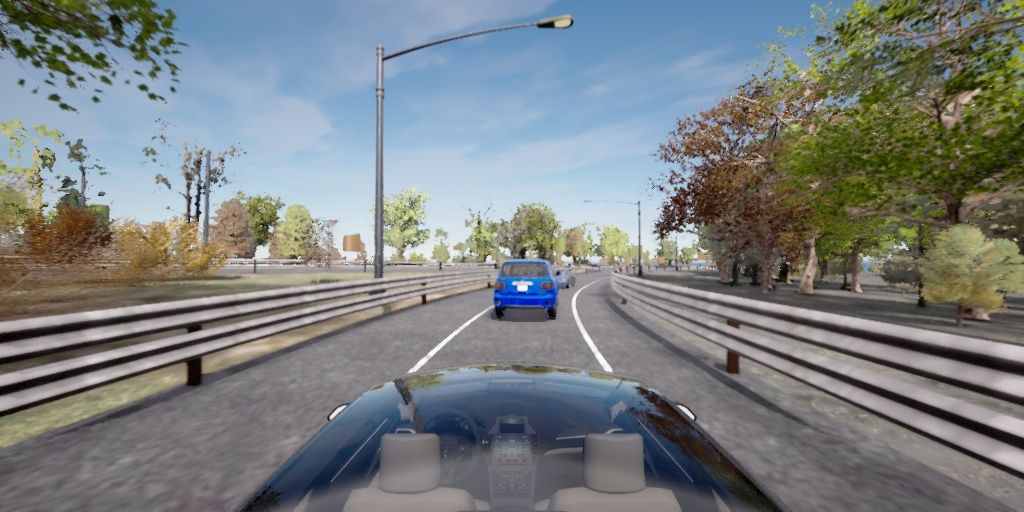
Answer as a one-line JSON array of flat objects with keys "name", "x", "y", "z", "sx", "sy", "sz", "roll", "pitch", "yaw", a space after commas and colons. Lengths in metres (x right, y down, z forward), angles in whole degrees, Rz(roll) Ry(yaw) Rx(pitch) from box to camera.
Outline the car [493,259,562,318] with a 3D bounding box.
[{"name": "car", "x": 0.720, "y": 1.154, "z": 14.078, "sx": 2.150, "sy": 2.045, "sz": 5.566, "roll": 0, "pitch": -1, "yaw": 8}]

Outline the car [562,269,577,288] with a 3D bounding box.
[{"name": "car", "x": 3.910, "y": 1.759, "z": 28.344, "sx": 2.033, "sy": 1.411, "sz": 5.357, "roll": 0, "pitch": -1, "yaw": 18}]
